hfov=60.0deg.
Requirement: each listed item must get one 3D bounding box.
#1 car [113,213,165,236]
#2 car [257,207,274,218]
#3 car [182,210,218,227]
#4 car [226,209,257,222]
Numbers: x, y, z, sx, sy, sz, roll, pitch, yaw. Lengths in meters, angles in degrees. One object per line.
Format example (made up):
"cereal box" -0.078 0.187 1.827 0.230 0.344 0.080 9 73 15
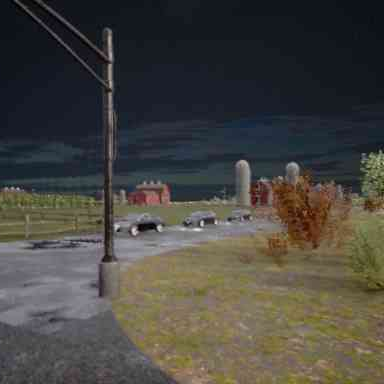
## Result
"car" -3.838 2.247 23.842 2.128 1.511 4.902 -2 -3 30
"car" 10.935 2.987 49.182 2.097 1.767 4.553 -2 -3 31
"car" 0.864 2.541 31.923 1.837 1.490 4.892 -2 -3 30
"car" 5.819 2.836 40.443 1.837 1.490 4.892 -2 -3 30
